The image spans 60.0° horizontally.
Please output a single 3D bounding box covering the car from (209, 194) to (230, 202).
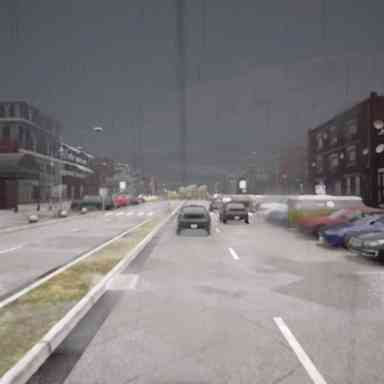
[{"bbox_3d":[7.626,1.657,93.403,5.566,2.045,2.435,0,-1,0],"label":"car"}]

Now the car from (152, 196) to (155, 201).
[{"bbox_3d":[-12.994,1.835,85.469,5.366,1.575,1.946,0,0,0],"label":"car"}]

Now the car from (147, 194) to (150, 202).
[{"bbox_3d":[-12.833,1.823,77.008,4.892,1.521,2.231,0,0,0],"label":"car"}]

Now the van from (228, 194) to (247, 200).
[{"bbox_3d":[7.764,1.484,46.529,4.442,1.987,1.878,0,0,0],"label":"van"}]

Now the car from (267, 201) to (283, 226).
[{"bbox_3d":[7.647,1.538,21.712,4.674,1.452,2.002,0,0,0],"label":"car"}]

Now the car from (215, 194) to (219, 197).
[{"bbox_3d":[7.836,1.810,68.595,5.366,1.575,1.946,0,0,0],"label":"car"}]

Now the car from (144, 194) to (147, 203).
[{"bbox_3d":[-12.833,1.815,71.448,5.008,1.535,2.097,0,0,0],"label":"car"}]

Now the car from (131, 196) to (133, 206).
[{"bbox_3d":[-12.874,1.764,54.894,4.892,1.521,2.231,0,0,0],"label":"car"}]

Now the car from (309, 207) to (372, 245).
[{"bbox_3d":[7.613,1.494,13.445,4.792,1.488,2.163,0,0,0],"label":"car"}]

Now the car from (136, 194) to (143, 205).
[{"bbox_3d":[-12.825,1.545,63.231,5.566,2.045,2.435,0,0,0],"label":"car"}]

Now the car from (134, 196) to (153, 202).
[{"bbox_3d":[-12.806,1.892,88.238,4.674,1.452,2.002,0,0,0],"label":"car"}]

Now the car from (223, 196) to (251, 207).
[{"bbox_3d":[7.680,1.649,57.563,4.553,1.767,2.185,0,0,0],"label":"car"}]

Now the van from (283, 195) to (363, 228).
[{"bbox_3d":[7.759,1.257,18.836,4.442,1.987,1.878,0,0,0],"label":"van"}]

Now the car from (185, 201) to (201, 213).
[{"bbox_3d":[0.107,1.785,40.613,1.895,1.301,4.718,0,0,0],"label":"car"}]

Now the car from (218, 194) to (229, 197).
[{"bbox_3d":[7.620,1.509,54.805,5.566,2.045,2.435,0,0,0],"label":"car"}]

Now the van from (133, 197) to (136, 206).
[{"bbox_3d":[-12.979,1.561,60.332,4.442,1.987,1.878,0,0,0],"label":"van"}]

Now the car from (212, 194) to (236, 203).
[{"bbox_3d":[7.680,1.580,79.627,5.566,2.045,2.435,0,0,0],"label":"car"}]

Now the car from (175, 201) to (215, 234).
[{"bbox_3d":[0.103,1.511,19.399,1.837,1.490,4.892,0,0,0],"label":"car"}]

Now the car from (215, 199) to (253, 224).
[{"bbox_3d":[3.098,1.552,25.362,1.837,1.490,4.892,0,-1,0],"label":"car"}]

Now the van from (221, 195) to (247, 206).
[{"bbox_3d":[7.533,1.561,60.321,4.442,1.987,1.878,0,0,0],"label":"van"}]

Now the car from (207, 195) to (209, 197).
[{"bbox_3d":[7.625,1.631,90.650,5.566,2.045,2.435,0,0,0],"label":"car"}]

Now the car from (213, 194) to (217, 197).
[{"bbox_3d":[7.620,1.697,74.112,4.553,1.767,2.185,0,0,0],"label":"car"}]

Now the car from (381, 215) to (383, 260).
[{"bbox_3d":[7.648,1.461,7.933,4.892,1.521,2.231,0,0,0],"label":"car"}]

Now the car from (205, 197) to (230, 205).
[{"bbox_3d":[3.105,1.681,41.246,2.128,1.511,4.902,0,0,0],"label":"car"}]

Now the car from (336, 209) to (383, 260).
[{"bbox_3d":[7.649,1.461,10.689,4.892,1.521,2.231,0,0,0],"label":"car"}]

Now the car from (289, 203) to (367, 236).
[{"bbox_3d":[7.649,1.472,16.200,5.008,1.535,2.097,0,0,0],"label":"car"}]

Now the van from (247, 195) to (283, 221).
[{"bbox_3d":[7.528,1.339,29.984,4.442,1.987,1.878,0,-1,0],"label":"van"}]

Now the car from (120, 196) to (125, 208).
[{"bbox_3d":[-12.878,1.760,49.340,4.792,1.488,2.163,0,0,0],"label":"car"}]

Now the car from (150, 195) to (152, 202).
[{"bbox_3d":[-12.826,1.825,79.912,5.008,1.535,2.097,0,0,0],"label":"car"}]

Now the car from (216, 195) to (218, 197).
[{"bbox_3d":[7.835,1.803,65.836,5.366,1.575,1.946,0,0,0],"label":"car"}]

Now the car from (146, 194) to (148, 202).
[{"bbox_3d":[-12.862,1.849,74.228,4.792,1.488,2.163,0,0,0],"label":"car"}]

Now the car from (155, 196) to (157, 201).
[{"bbox_3d":[-12.795,1.913,90.896,4.674,1.452,2.002,0,0,0],"label":"car"}]

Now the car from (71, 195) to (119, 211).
[{"bbox_3d":[-12.962,1.439,43.659,5.566,2.045,2.435,0,0,0],"label":"car"}]

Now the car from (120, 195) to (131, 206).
[{"bbox_3d":[-12.922,1.496,51.995,5.566,2.045,2.435,0,0,0],"label":"car"}]

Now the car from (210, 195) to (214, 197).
[{"bbox_3d":[7.623,1.576,76.869,5.566,2.045,2.435,0,0,0],"label":"car"}]
